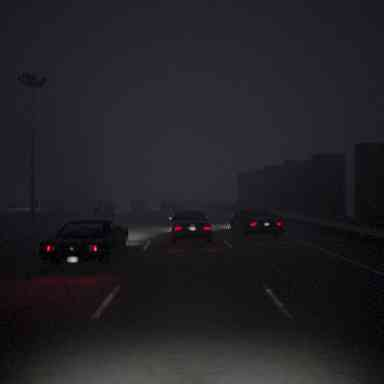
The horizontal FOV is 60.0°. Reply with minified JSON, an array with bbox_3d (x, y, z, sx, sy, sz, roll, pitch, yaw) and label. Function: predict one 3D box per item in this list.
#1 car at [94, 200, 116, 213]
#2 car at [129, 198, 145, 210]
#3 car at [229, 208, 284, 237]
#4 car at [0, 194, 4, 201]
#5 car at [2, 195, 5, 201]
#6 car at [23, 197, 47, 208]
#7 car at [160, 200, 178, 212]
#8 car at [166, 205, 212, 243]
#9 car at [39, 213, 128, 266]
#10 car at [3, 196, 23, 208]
[{"bbox_3d":[-9.156,1.570,35.032,2.128,1.511,4.902,0,0,-10],"label":"car"},{"bbox_3d":[-7.264,1.579,44.071,2.128,1.511,4.902,0,0,-12],"label":"car"},{"bbox_3d":[3.325,1.567,18.104,2.033,1.411,5.357,0,0,-4],"label":"car"},{"bbox_3d":[-43.451,1.279,75.353,2.097,1.767,4.553,0,0,-24],"label":"car"},{"bbox_3d":[-35.559,1.692,65.716,1.837,1.490,4.892,0,0,-21],"label":"car"},{"bbox_3d":[-23.117,1.489,49.519,2.097,1.767,4.553,0,0,-14],"label":"car"},{"bbox_3d":[-2.892,1.671,40.732,1.895,1.301,4.718,0,0,-11],"label":"car"},{"bbox_3d":[-0.128,1.573,16.312,2.033,1.411,5.357,0,0,-3],"label":"car"},{"bbox_3d":[-3.454,1.628,11.649,1.895,1.301,4.718,0,0,-2],"label":"car"},{"bbox_3d":[-27.408,1.630,51.970,1.882,1.535,5.008,0,0,-15],"label":"car"}]
